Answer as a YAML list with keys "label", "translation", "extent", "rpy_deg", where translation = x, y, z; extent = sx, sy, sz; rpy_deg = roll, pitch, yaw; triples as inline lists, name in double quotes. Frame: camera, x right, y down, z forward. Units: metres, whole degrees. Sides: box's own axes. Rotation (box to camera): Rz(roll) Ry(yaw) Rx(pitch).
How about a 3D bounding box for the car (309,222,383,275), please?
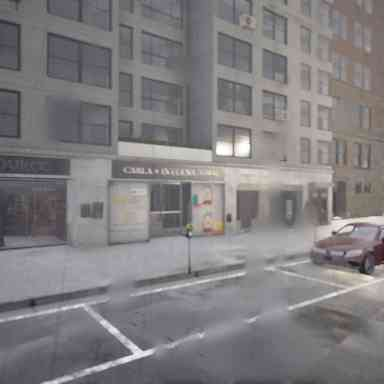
- label: "car"
  translation: [5.476, 1.615, 10.472]
  extent: [4.206, 1.307, 1.802]
  rpy_deg: [0, 0, -36]
